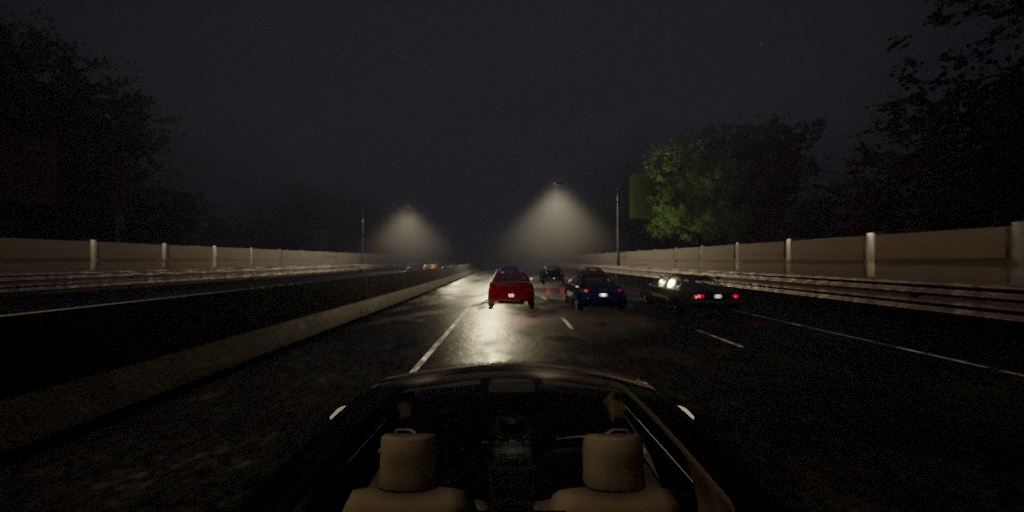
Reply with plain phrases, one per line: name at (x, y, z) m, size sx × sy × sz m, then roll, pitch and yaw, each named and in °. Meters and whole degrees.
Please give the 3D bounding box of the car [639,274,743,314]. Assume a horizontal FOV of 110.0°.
car at (6.970, 1.442, 14.628) m, size 2.033 × 1.411 × 5.357 m, roll 0°, pitch -1°, yaw 0°

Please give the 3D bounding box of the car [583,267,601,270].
car at (6.797, 1.638, 30.653) m, size 1.994 × 1.385 × 4.181 m, roll 0°, pitch -1°, yaw -1°

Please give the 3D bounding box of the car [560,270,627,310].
car at (3.471, 1.470, 15.616) m, size 1.994 × 1.385 × 4.181 m, roll 0°, pitch -1°, yaw 0°

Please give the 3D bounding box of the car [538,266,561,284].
car at (3.292, 1.565, 30.629) m, size 2.128 × 1.511 × 4.902 m, roll 0°, pitch 0°, yaw 0°

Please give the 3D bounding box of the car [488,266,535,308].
car at (-0.030, 1.389, 16.275) m, size 1.882 × 1.535 × 5.008 m, roll 0°, pitch 0°, yaw 0°
